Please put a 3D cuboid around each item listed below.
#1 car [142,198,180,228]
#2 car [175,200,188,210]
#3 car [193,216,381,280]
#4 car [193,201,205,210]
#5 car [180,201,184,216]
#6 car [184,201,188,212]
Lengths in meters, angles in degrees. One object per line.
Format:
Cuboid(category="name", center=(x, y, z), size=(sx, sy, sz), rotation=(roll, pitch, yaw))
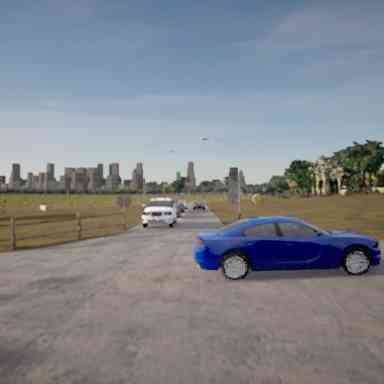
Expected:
Cuboid(category="car", center=(-2.336, 1.489, 25.107), size=(2.150, 2.045, 5.566), rotation=(0, -1, 1))
Cuboid(category="car", center=(-1.686, 2.148, 55.026), size=(1.812, 1.442, 4.674), rotation=(0, -1, 1))
Cuboid(category="car", center=(2.520, 1.415, 9.271), size=(5.008, 1.535, 1.882), rotation=(-2, -1, 1))
Cuboid(category="car", center=(1.146, 2.142, 53.581), size=(2.033, 1.411, 5.357), rotation=(0, -1, 1))
Cuboid(category="car", center=(-2.146, 1.898, 34.900), size=(1.812, 1.442, 4.674), rotation=(0, -1, 1))
Cuboid(category="car", center=(-1.949, 2.037, 44.728), size=(2.033, 1.411, 5.357), rotation=(0, -1, 2))
